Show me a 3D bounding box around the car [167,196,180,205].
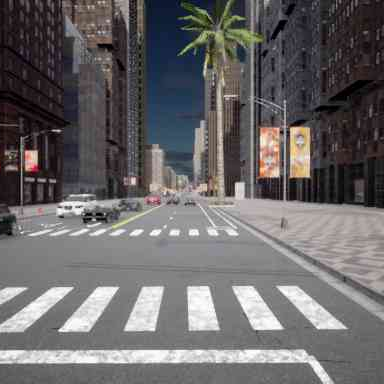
[{"bbox_3d":[-3.496,1.647,59.733,1.895,1.301,4.718,0,0,-1],"label":"car"}]

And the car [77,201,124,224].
[{"bbox_3d":[-6.742,1.606,25.049,1.895,1.301,4.718,0,0,0],"label":"car"}]

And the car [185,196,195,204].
[{"bbox_3d":[-0.382,1.539,66.524,1.882,1.535,5.008,0,0,0],"label":"car"}]

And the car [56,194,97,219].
[{"bbox_3d":[-10.020,1.228,29.548,2.150,2.045,5.566,0,0,0],"label":"car"}]

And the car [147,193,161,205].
[{"bbox_3d":[-6.850,1.260,60.351,2.150,2.045,5.566,0,0,0],"label":"car"}]

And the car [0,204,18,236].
[{"bbox_3d":[-9.936,1.352,15.119,2.097,1.767,4.553,0,0,0],"label":"car"}]

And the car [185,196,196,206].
[{"bbox_3d":[-0.322,1.586,56.102,2.033,1.411,5.357,0,0,0],"label":"car"}]

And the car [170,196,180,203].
[{"bbox_3d":[-3.549,1.595,69.842,1.812,1.442,4.674,0,0,0],"label":"car"}]

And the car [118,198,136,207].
[{"bbox_3d":[-10.120,1.595,51.874,1.994,1.385,4.181,0,0,0],"label":"car"}]

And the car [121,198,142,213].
[{"bbox_3d":[-6.814,1.575,37.583,1.994,1.385,4.181,0,0,0],"label":"car"}]
